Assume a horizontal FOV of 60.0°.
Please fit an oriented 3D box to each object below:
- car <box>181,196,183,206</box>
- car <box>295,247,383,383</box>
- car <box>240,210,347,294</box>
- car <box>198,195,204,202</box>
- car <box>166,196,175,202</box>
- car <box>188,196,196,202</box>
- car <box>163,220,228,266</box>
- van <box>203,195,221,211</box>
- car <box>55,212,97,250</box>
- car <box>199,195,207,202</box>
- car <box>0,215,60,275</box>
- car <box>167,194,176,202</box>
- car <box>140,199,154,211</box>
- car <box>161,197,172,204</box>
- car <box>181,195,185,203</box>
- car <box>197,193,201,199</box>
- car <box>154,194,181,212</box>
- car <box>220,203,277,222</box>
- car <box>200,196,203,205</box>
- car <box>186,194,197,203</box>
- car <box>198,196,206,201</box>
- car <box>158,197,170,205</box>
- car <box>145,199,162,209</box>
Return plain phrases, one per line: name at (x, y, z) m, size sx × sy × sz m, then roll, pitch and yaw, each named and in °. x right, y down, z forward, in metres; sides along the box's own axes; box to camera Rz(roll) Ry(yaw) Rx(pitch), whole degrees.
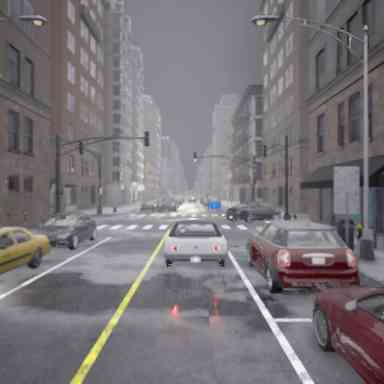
car at (-2.765, 1.677, 49.349) m, size 2.033 × 1.411 × 5.357 m, roll 0°, pitch 0°, yaw 0°
car at (2.640, 1.592, 3.365) m, size 1.802 × 1.307 × 4.206 m, roll 0°, pitch 0°, yaw 0°
car at (2.644, 1.464, 8.885) m, size 1.967 × 1.590 × 4.097 m, roll 0°, pitch 0°, yaw 0°
car at (2.691, 1.747, 64.209) m, size 1.802 × 1.307 × 4.206 m, roll 0°, pitch 0°, yaw 0°
car at (-5.320, 1.763, 81.255) m, size 1.947 × 1.339 × 4.313 m, roll 0°, pitch 0°, yaw 0°
car at (0.067, 1.736, 81.648) m, size 1.895 × 1.301 × 4.718 m, roll 0°, pitch 0°, yaw 0°
car at (0.109, 1.632, 11.666) m, size 1.895 × 1.301 × 4.718 m, roll 0°, pitch 0°, yaw 0°
van at (2.671, 1.450, 41.485) m, size 1.690 × 1.788 × 3.998 m, roll 0°, pitch 0°, yaw 0°
car at (-5.376, 1.590, 14.401) m, size 2.008 × 1.369 × 4.403 m, roll 0°, pitch 0°, yaw 0°
car at (2.705, 1.638, 81.253) m, size 1.967 × 1.590 × 4.097 m, roll 0°, pitch 0°, yaw 0°
car at (-5.381, 1.549, 8.712) m, size 1.752 × 1.417 × 4.829 m, roll 0°, pitch 0°, yaw 0°
car at (-5.315, 1.523, 86.937) m, size 2.192 × 1.841 × 5.009 m, roll 0°, pitch 0°, yaw 0°
car at (-5.354, 1.660, 41.482) m, size 2.008 × 1.369 × 4.403 m, roll 0°, pitch 0°, yaw 0°
car at (-5.330, 1.742, 69.892) m, size 1.947 × 1.339 × 4.313 m, roll 0°, pitch 0°, yaw 0°
car at (-2.712, 1.680, 59.607) m, size 1.812 × 1.442 × 4.674 m, roll 0°, pitch 0°, yaw 0°
car at (2.696, 1.491, 69.891) m, size 2.192 × 1.841 × 5.009 m, roll 0°, pitch 0°, yaw 0°
car at (-2.863, 1.457, 39.867) m, size 2.097 × 1.767 × 4.553 m, roll 0°, pitch 0°, yaw 1°
car at (4.860, 1.600, 25.529) m, size 4.892 × 1.490 × 1.837 m, roll 1°, pitch -3°, yaw -34°
car at (2.681, 1.721, 52.846) m, size 1.802 × 1.307 × 4.206 m, roll 0°, pitch 0°, yaw 0°
car at (0.059, 1.709, 71.199) m, size 2.033 × 1.411 × 5.357 m, roll 0°, pitch 0°, yaw 0°
car at (2.714, 1.770, 92.616) m, size 2.008 × 1.369 × 4.403 m, roll 0°, pitch 0°, yaw 0°
car at (-5.335, 1.690, 64.040) m, size 1.752 × 1.417 × 4.829 m, roll 0°, pitch 0°, yaw 0°
car at (-5.349, 1.669, 47.164) m, size 1.887 × 1.381 × 4.507 m, roll 0°, pitch 0°, yaw 0°
